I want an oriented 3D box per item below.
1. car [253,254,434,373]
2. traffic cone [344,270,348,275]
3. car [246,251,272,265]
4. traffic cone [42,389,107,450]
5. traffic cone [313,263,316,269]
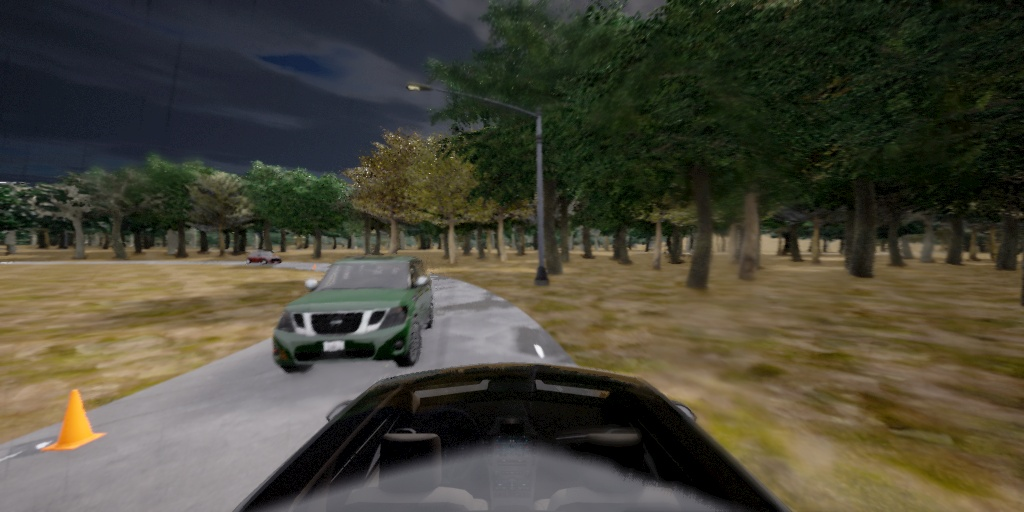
[{"bbox_3d":[-3.064,1.011,8.212,2.150,2.045,5.566,-1,0,-7],"label":"car"},{"bbox_3d":[-14.139,1.297,30.376,0.340,0.580,0.340,0,0,-37],"label":"traffic cone"},{"bbox_3d":[-31.759,0.188,46.023,4.553,1.767,2.097,1,2,23],"label":"car"},{"bbox_3d":[-4.913,1.802,4.037,0.340,0.580,0.340,0,0,-2],"label":"traffic cone"},{"bbox_3d":[-20.524,1.067,37.320,0.340,0.580,0.340,0,0,42],"label":"traffic cone"}]
